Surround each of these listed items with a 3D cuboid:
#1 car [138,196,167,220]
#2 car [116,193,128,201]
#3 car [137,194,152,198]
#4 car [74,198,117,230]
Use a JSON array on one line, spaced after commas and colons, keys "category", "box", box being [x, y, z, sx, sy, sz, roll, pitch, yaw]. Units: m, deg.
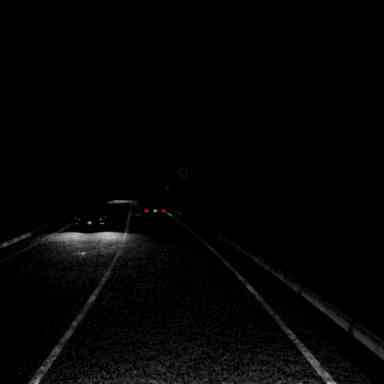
[{"category": "car", "box": [-2.975, 1.331, 25.651, 2.033, 1.411, 5.357, 1, 1, -10]}, {"category": "car", "box": [-12.603, 0.820, 59.894, 1.994, 1.385, 4.181, 1, 1, -9]}, {"category": "car", "box": [-5.898, 1.038, 42.559, 2.128, 1.511, 4.902, 1, 1, -10]}, {"category": "car", "box": [-5.714, 1.323, 19.713, 1.837, 1.490, 4.892, 1, 1, -9]}]
